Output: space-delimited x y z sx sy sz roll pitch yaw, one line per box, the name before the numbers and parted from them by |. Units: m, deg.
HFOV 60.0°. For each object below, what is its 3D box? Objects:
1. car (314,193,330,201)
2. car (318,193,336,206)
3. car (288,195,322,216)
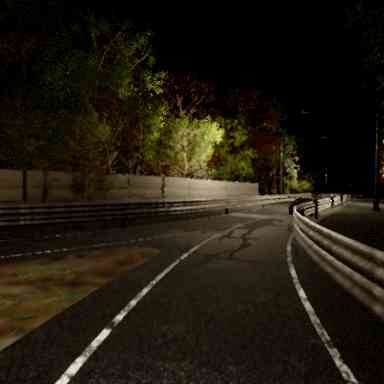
car | 24.448 0.917 62.453 2.033 1.411 5.357 1 1 29
car | 17.355 1.027 42.772 2.128 1.511 4.902 1 1 29
car | 9.645 1.224 28.681 1.994 1.385 4.181 1 1 28
